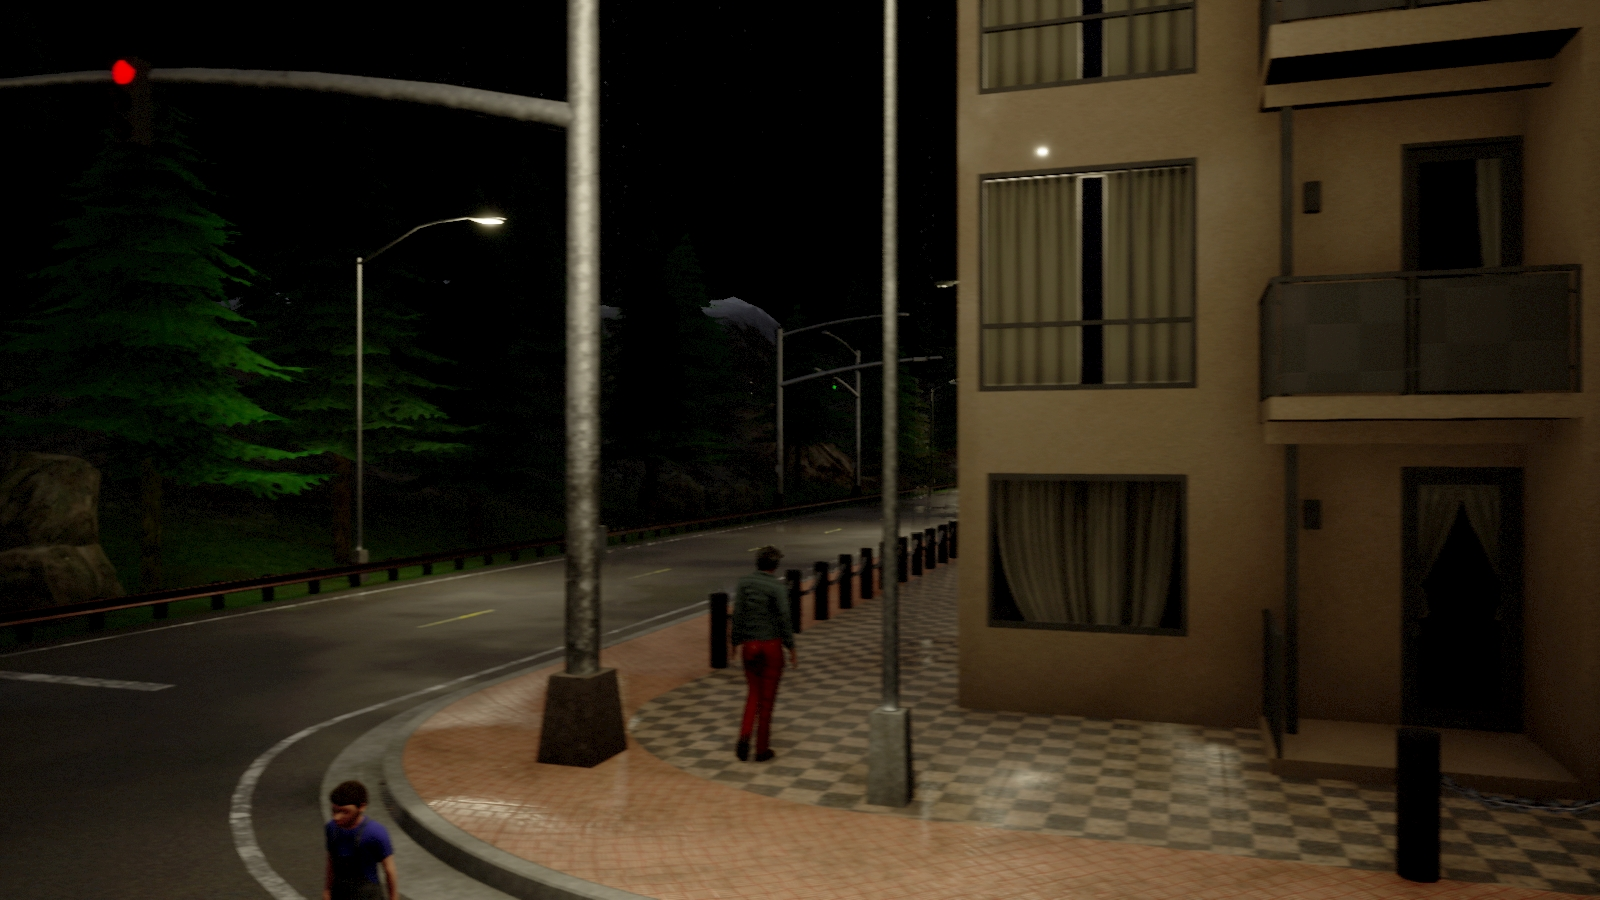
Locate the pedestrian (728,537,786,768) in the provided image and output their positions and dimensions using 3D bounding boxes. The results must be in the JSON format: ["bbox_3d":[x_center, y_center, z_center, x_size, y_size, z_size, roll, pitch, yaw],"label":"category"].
[{"bbox_3d":[-0.358,1.676,9.604,0.375,1.860,0.375,0,0,21],"label":"pedestrian"}]

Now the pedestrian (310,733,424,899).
[{"bbox_3d":[-2.133,2.109,5.641,0.375,1.300,0.375,0,0,22],"label":"pedestrian"}]
